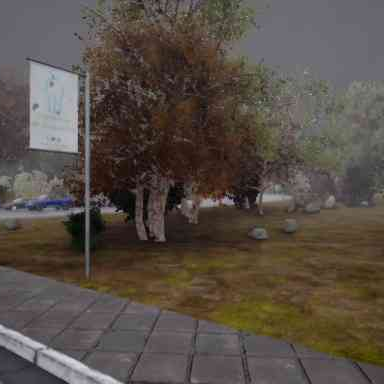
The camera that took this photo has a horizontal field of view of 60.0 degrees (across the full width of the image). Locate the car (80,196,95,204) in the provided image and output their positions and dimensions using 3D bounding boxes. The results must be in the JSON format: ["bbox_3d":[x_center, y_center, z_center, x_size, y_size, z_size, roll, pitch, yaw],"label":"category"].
[{"bbox_3d":[-14.844,1.315,48.739,2.097,1.767,4.553,0,0,38],"label":"car"}]

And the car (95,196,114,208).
[{"bbox_3d":[-11.033,1.308,47.945,2.097,1.767,4.553,0,0,37],"label":"car"}]

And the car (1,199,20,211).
[{"bbox_3d":[-20.830,1.494,41.122,1.837,1.490,4.892,0,0,38],"label":"car"}]

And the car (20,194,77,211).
[{"bbox_3d":[-17.130,1.208,40.145,2.150,2.045,5.566,0,0,39],"label":"car"}]
